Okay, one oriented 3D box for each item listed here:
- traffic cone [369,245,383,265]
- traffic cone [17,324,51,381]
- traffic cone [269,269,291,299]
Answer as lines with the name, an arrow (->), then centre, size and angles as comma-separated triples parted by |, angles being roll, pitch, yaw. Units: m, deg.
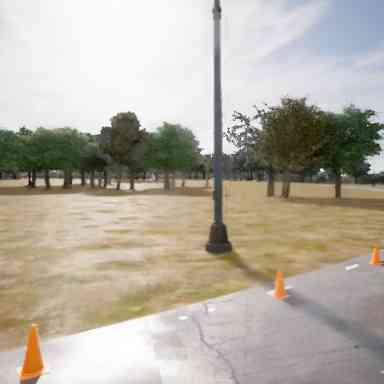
traffic cone -> 5.688, 1.917, 10.268 | 0.340, 0.580, 0.340 | -1, 0, -40
traffic cone -> -1.998, 1.970, 4.201 | 0.340, 0.580, 0.340 | 0, 0, -36
traffic cone -> 1.903, 1.951, 7.161 | 0.340, 0.580, 0.340 | 0, 0, -38
